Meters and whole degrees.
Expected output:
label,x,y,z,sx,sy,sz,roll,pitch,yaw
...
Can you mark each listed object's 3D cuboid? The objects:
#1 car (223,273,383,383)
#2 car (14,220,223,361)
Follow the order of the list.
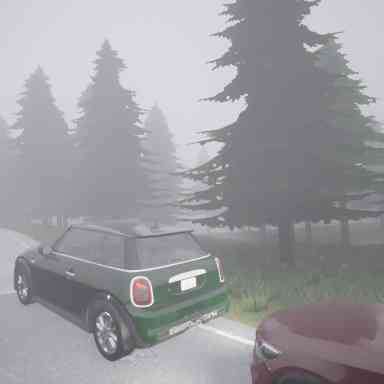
label,x,y,z,sx,sy,sz,roll,pitch,yaw
car,2.749,1.531,2.595,4.674,1.442,1.812,1,0,36
car,-1.577,1.308,6.219,4.553,1.767,2.097,1,1,44
